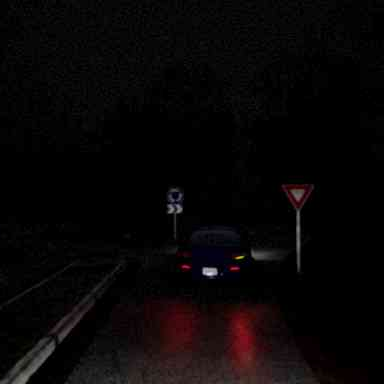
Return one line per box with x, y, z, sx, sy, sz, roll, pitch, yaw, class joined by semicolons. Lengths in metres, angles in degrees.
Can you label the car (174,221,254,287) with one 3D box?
0.728;1.534;9.250;1.812;1.442;4.674;0;-1;9;car
